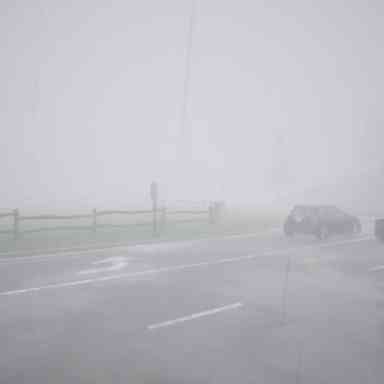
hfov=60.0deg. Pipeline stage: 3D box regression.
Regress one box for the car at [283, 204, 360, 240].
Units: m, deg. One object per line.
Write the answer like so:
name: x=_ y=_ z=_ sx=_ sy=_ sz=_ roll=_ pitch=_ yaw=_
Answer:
car: x=6.885 y=1.412 z=17.454 sx=4.553 sy=1.767 sz=2.097 roll=0 pitch=0 yaw=-37

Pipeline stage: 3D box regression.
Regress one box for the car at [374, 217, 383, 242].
car: x=10.502 y=1.544 z=15.545 sx=5.008 sy=1.535 sz=1.882 roll=0 pitch=0 yaw=-35
